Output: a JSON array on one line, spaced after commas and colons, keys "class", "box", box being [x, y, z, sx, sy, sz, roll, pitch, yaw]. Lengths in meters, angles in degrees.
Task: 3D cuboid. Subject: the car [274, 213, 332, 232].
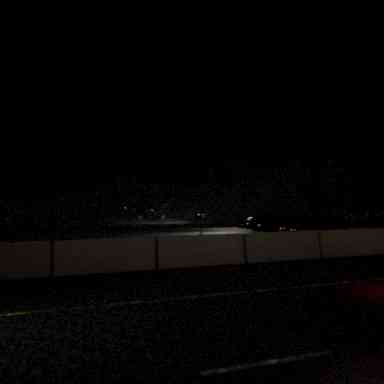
[{"class": "car", "box": [8.618, 2.267, 23.560, 4.892, 1.490, 1.837, 0, -2, -17]}]

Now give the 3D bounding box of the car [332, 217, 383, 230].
[{"class": "car", "box": [11.347, 2.214, 20.729, 4.181, 1.385, 1.994, 1, -2, -17]}]

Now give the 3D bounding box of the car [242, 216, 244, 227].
[{"class": "car", "box": [6.591, 2.364, 30.260, 4.553, 1.767, 2.097, 0, -2, -17]}]
